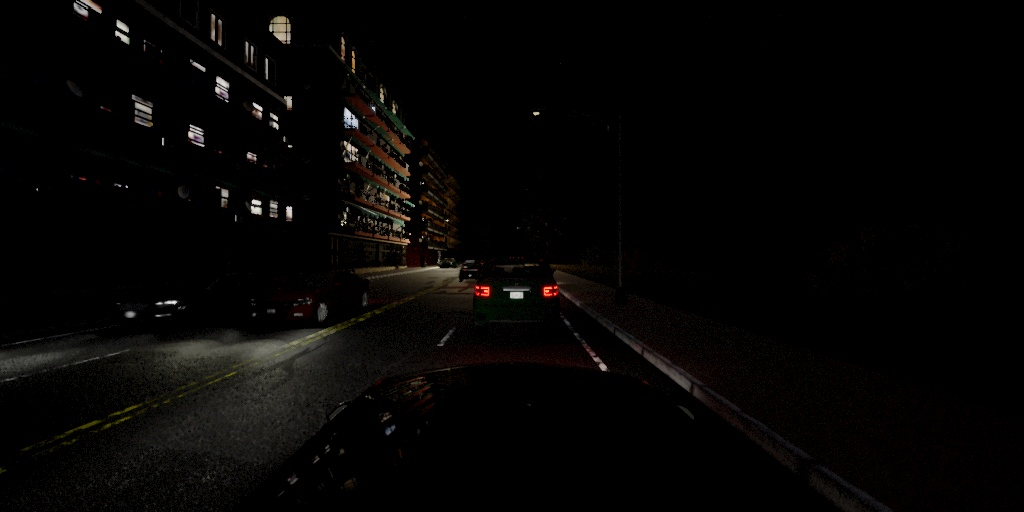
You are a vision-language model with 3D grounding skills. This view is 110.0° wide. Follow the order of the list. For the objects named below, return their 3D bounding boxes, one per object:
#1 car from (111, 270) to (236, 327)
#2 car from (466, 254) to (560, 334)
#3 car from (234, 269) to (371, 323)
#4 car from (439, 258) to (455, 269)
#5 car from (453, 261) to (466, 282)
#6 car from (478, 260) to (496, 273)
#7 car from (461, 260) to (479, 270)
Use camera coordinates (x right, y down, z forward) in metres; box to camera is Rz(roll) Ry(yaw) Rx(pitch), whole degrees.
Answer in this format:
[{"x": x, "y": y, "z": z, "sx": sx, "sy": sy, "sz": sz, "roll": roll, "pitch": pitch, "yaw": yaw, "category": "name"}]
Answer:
[{"x": -9.820, "y": 1.243, "z": 11.678, "sx": 2.128, "sy": 1.511, "sz": 4.902, "roll": 0, "pitch": 0, "yaw": 0, "category": "car"}, {"x": 0.121, "y": 0.973, "z": 10.733, "sx": 2.150, "sy": 2.045, "sz": 5.566, "roll": 0, "pitch": 0, "yaw": 0, "category": "car"}, {"x": -6.568, "y": 1.229, "z": 12.282, "sx": 1.882, "sy": 1.535, "sz": 5.008, "roll": 0, "pitch": 0, "yaw": 0, "category": "car"}, {"x": -9.678, "y": 1.102, "z": 54.659, "sx": 2.097, "sy": 1.767, "sz": 4.553, "roll": 0, "pitch": 0, "yaw": 0, "category": "car"}, {"x": -3.068, "y": 1.242, "z": 28.809, "sx": 2.128, "sy": 1.511, "sz": 4.902, "roll": 0, "pitch": 0, "yaw": 0, "category": "car"}, {"x": -3.019, "y": 1.228, "z": 44.801, "sx": 1.882, "sy": 1.535, "sz": 5.008, "roll": 0, "pitch": 0, "yaw": 0, "category": "car"}, {"x": -6.430, "y": 1.297, "z": 55.153, "sx": 2.033, "sy": 1.411, "sz": 5.357, "roll": 0, "pitch": 0, "yaw": 0, "category": "car"}]
